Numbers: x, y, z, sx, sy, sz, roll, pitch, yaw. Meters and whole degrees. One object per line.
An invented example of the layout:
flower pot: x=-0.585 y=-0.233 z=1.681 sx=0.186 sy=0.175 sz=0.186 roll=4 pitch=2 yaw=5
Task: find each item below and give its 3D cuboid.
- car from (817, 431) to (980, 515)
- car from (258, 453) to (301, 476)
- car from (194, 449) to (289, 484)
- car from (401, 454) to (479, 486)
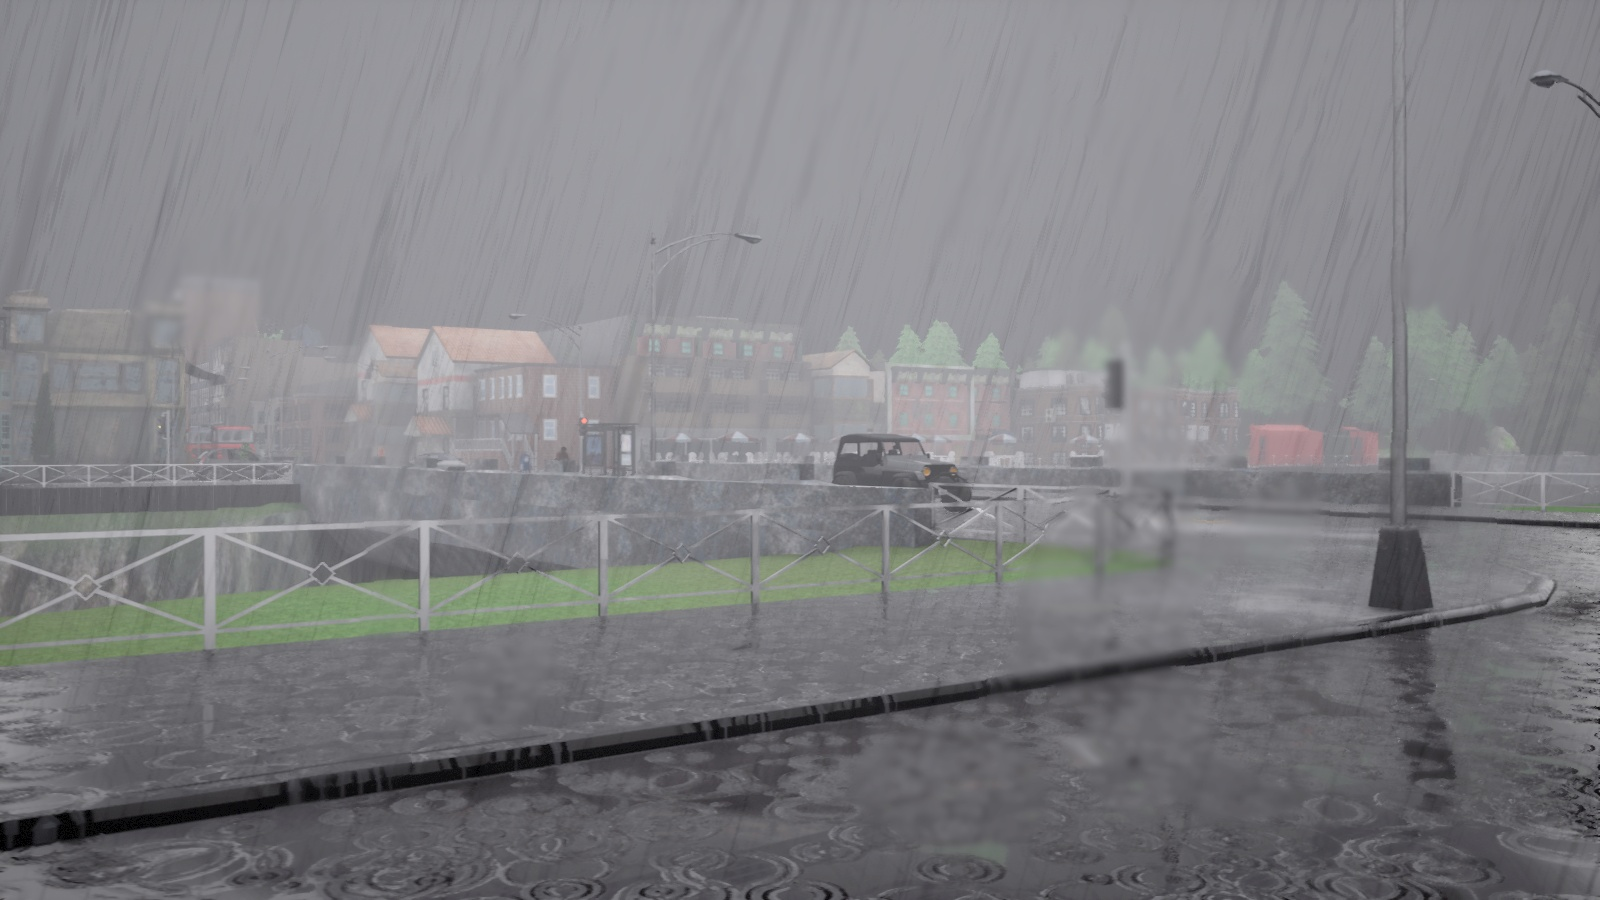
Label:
car: x=2.315 y=0.519 z=30.466 sx=1.905 sy=1.878 sz=3.866 roll=0 pitch=0 yaw=-35
car: x=-34.613 y=0.944 z=83.452 sx=1.816 sy=1.474 sz=4.193 roll=0 pitch=0 yaw=-35
car: x=-26.945 y=0.789 z=60.586 sx=3.988 sy=1.617 sz=1.851 roll=0 pitch=0 yaw=-32
car: x=-16.504 y=0.893 z=57.466 sx=1.994 sy=1.385 sz=4.181 roll=0 pitch=0 yaw=-39
